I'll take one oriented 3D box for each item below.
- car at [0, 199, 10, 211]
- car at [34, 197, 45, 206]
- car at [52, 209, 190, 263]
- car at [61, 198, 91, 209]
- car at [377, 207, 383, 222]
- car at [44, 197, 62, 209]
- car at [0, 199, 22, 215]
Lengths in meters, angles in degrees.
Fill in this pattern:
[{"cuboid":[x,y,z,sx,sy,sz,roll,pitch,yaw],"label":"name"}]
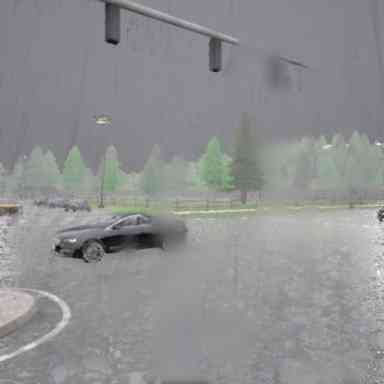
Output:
[{"cuboid":[-23.992,1.576,41.248,1.895,1.301,4.718,0,0,-36],"label":"car"},{"cuboid":[-24.260,1.496,53.702,1.812,1.442,4.674,0,0,-36],"label":"car"},{"cuboid":[-2.394,1.487,11.986,4.902,1.511,2.128,0,0,-35],"label":"car"},{"cuboid":[-13.151,1.506,38.194,1.812,1.442,4.674,0,0,-36],"label":"car"},{"cuboid":[15.896,1.486,25.124,4.902,1.511,2.128,0,0,-35],"label":"car"},{"cuboid":[-18.338,1.502,45.402,1.812,1.442,4.674,0,0,-36],"label":"car"},{"cuboid":[-18.524,1.458,33.676,1.882,1.535,5.008,0,0,-36],"label":"car"}]
